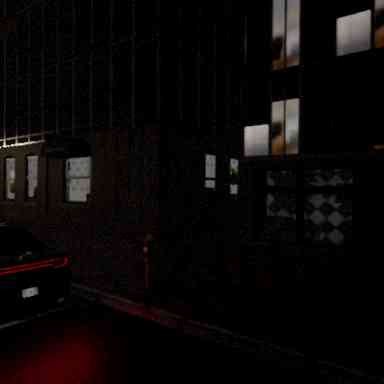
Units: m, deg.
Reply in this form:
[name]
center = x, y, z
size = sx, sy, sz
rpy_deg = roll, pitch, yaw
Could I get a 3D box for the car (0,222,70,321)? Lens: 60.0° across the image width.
[car]
center = -4.434, 1.293, 6.450
size = 5.008, 1.535, 1.882
rpy_deg = 2, 1, 36
